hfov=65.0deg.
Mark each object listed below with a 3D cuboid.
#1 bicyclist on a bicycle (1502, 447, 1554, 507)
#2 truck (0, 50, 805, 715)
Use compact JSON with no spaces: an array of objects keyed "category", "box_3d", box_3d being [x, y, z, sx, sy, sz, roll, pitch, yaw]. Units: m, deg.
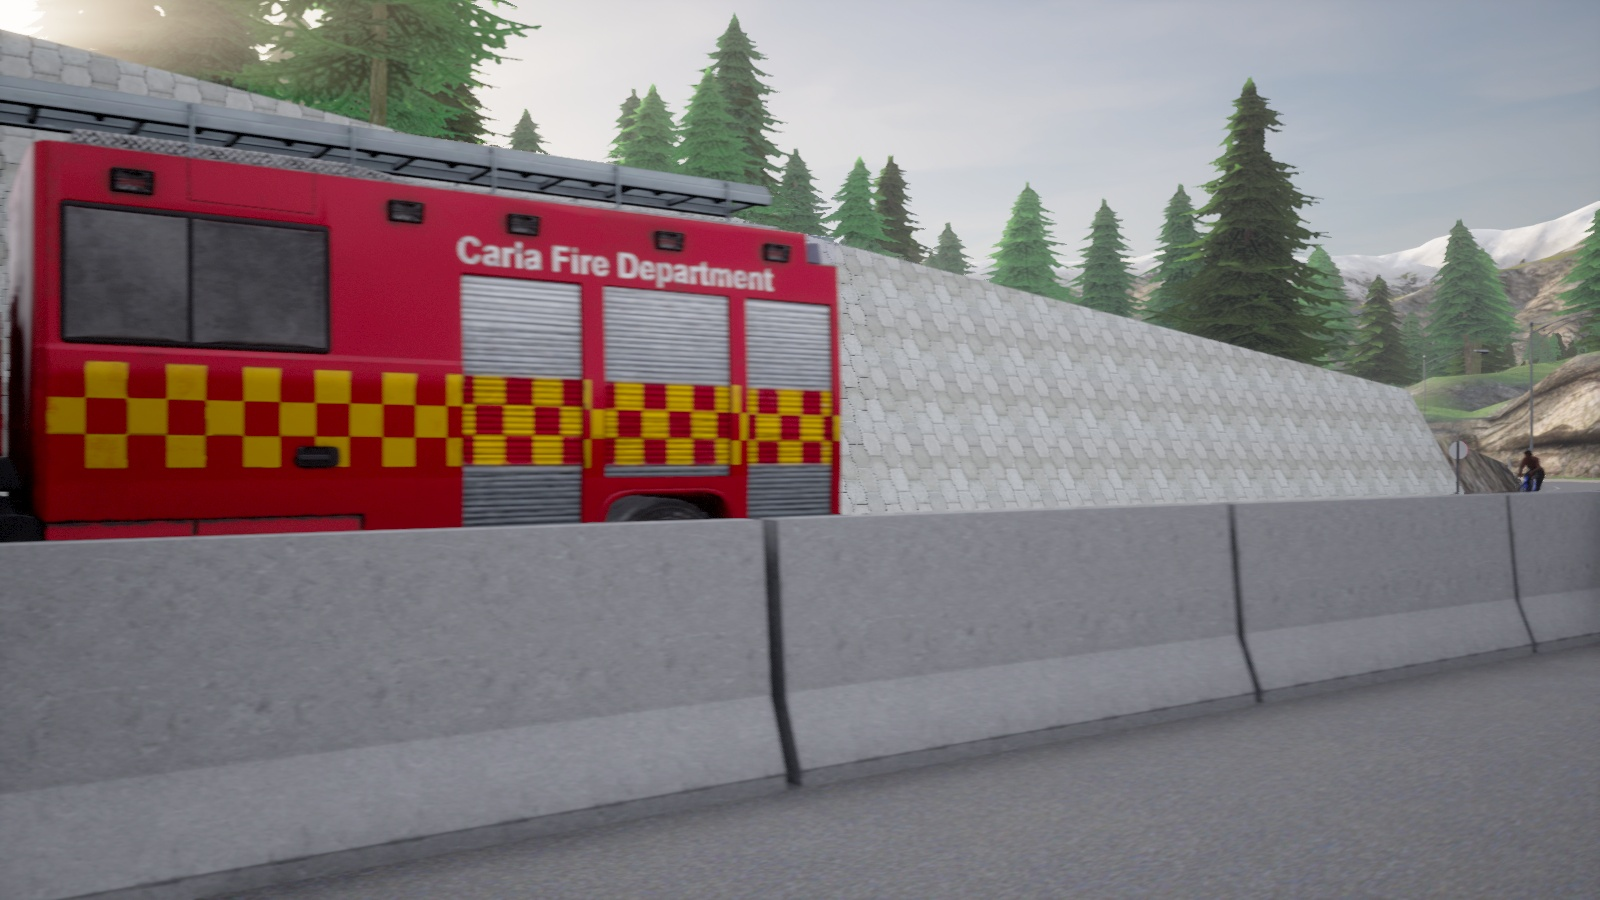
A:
[{"category":"bicyclist on a bicycle","box_3d":[20.129,0.740,34.727,1.656,1.620,0.582,0,0,-35]},{"category":"truck","box_3d":[-4.263,-0.388,9.224,8.468,3.827,2.891,0,0,-35]}]
